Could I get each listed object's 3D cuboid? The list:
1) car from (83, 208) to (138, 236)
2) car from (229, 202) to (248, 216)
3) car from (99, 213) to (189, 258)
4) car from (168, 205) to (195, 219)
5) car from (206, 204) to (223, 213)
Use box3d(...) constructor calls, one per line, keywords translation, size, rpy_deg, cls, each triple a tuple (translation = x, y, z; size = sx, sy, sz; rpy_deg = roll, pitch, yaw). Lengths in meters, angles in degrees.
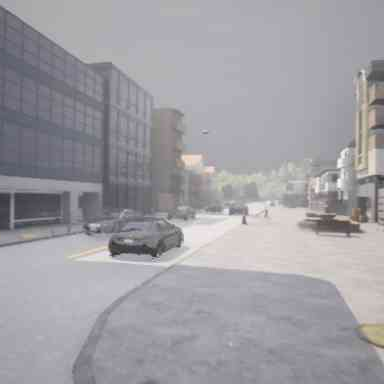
box3d(translation=(-4.504, 1.721, 19.720), size=(2.128, 1.511, 4.902), rpy_deg=(1, -1, 15), cls="car")
box3d(translation=(6.132, 2.136, 43.503), size=(2.097, 1.767, 4.553), rpy_deg=(1, -1, 15), cls="car")
box3d(translation=(-1.745, 1.752, 13.752), size=(1.994, 1.385, 4.181), rpy_deg=(1, -1, 15), cls="car")
box3d(translation=(-0.982, 2.022, 32.886), size=(1.812, 1.442, 4.674), rpy_deg=(1, 0, 15), cls="car")
box3d(translation=(3.364, 2.428, 48.866), size=(1.994, 1.385, 4.181), rpy_deg=(1, -1, 15), cls="car")
